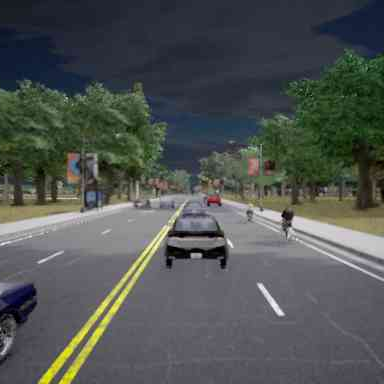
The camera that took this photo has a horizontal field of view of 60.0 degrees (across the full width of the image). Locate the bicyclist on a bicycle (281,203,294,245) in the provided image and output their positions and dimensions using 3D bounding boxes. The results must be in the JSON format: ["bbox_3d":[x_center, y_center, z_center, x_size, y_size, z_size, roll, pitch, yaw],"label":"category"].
[{"bbox_3d":[4.175,1.367,14.693,0.659,1.776,1.843,0,0,0],"label":"bicyclist on a bicycle"}]

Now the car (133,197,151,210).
[{"bbox_3d":[-6.484,1.465,43.647,2.128,1.511,4.902,0,0,0],"label":"car"}]

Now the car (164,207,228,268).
[{"bbox_3d":[0.123,1.486,11.312,2.128,1.511,4.902,0,0,0],"label":"car"}]

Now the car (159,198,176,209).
[{"bbox_3d":[-3.233,1.503,43.817,1.812,1.442,4.674,0,0,0],"label":"car"}]

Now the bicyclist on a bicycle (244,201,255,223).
[{"bbox_3d":[4.217,1.429,24.163,0.866,1.612,1.509,0,0,0],"label":"bicyclist on a bicycle"}]

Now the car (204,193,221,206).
[{"bbox_3d":[3.477,1.204,54.174,2.150,2.045,5.566,0,0,0],"label":"car"}]

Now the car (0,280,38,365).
[{"bbox_3d":[-3.346,1.596,2.979,1.895,1.301,4.718,0,0,0],"label":"car"}]

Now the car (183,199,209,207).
[{"bbox_3d":[0.166,1.550,29.305,1.994,1.385,4.181,0,0,0],"label":"car"}]
